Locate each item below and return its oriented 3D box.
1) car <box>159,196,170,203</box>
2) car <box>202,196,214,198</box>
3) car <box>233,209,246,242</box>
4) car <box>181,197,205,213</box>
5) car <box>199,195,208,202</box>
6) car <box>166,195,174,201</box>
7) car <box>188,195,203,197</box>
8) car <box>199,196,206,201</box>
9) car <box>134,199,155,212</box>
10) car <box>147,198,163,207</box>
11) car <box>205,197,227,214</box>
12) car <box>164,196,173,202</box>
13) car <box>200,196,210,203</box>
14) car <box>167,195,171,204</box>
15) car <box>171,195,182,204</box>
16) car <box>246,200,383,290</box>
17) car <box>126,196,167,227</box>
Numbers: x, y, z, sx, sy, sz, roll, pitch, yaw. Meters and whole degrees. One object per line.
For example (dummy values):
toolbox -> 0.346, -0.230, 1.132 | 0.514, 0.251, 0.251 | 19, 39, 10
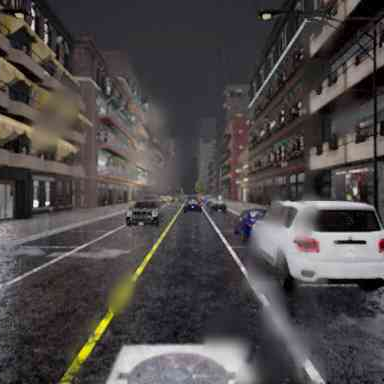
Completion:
car -> -5.682, 1.607, 68.776 | 2.008, 1.369, 4.403 | 0, 0, 0
car -> 2.697, 1.572, 46.118 | 2.008, 1.369, 4.403 | 0, 0, 0
car -> 3.149, 1.526, 16.177 | 1.812, 1.442, 4.674 | 0, 0, 0
car -> 0.087, 1.577, 37.370 | 1.994, 1.385, 4.181 | 0, 0, 0
car -> 2.699, 1.521, 80.105 | 1.967, 1.590, 4.097 | 0, 0, 0
car -> -5.681, 1.533, 85.772 | 1.967, 1.590, 4.097 | 0, 0, 0
car -> 0.060, 1.375, 48.156 | 2.097, 1.767, 4.553 | 0, 0, -1
car -> 2.699, 1.675, 85.770 | 1.802, 1.307, 4.206 | 0, 0, 0
car -> -5.683, 1.560, 40.454 | 1.887, 1.381, 4.507 | 0, 0, 0
car -> -5.682, 1.594, 51.782 | 1.947, 1.339, 4.313 | 0, 0, 0
car -> 2.697, 1.561, 34.788 | 2.008, 1.369, 4.403 | 0, 0, 0
car -> -5.681, 1.606, 79.936 | 1.752, 1.417, 4.829 | 0, 0, 0
car -> 2.698, 1.601, 68.775 | 1.887, 1.381, 4.507 | 0, 0, 0
car -> -5.682, 1.486, 63.111 | 1.967, 1.590, 4.097 | 0, 0, 0
car -> -2.996, 1.354, 64.303 | 1.837, 1.490, 4.892 | 0, 0, 0
car -> 3.107, 1.227, 9.207 | 2.150, 2.045, 5.566 | 0, 0, 0
car -> -3.097, 1.356, 22.534 | 2.097, 1.767, 4.553 | 0, 0, 0
